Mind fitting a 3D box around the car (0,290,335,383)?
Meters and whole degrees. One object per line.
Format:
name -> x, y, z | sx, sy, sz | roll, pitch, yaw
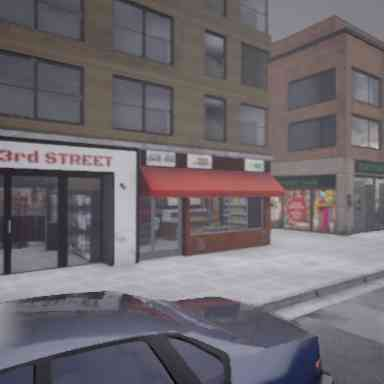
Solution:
car -> -1.267, 1.548, 2.163 | 5.357, 1.411, 2.033 | 0, 0, -36
